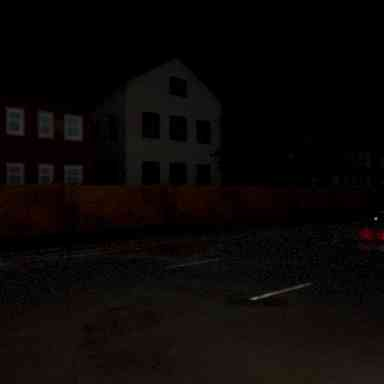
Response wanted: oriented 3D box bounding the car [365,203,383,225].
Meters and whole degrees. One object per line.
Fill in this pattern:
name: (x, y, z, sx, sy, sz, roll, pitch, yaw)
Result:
car: (13.270, 1.414, 21.783, 4.902, 1.511, 2.128, 0, 0, -35)
